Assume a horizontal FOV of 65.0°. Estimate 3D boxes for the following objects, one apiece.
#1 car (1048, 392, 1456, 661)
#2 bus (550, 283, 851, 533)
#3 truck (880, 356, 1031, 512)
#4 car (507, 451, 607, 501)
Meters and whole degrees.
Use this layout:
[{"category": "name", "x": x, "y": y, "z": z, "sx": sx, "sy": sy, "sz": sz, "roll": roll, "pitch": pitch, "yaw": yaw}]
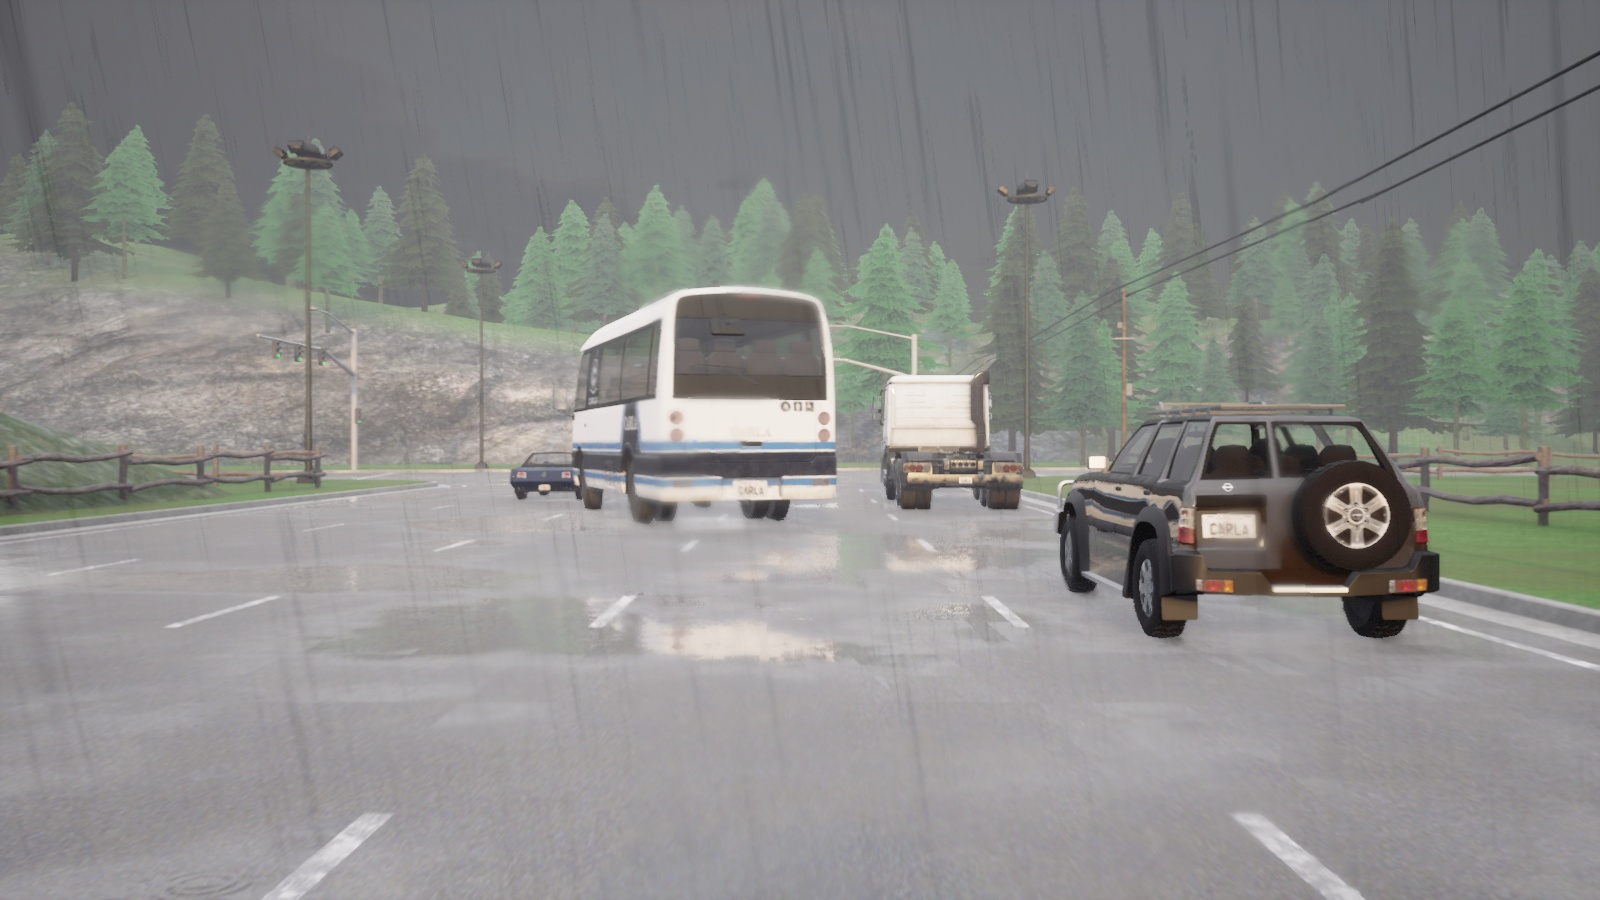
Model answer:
[{"category": "car", "x": 3.578, "y": 0.521, "z": 10.980, "sx": 1.932, "sy": 1.855, "sz": 4.605, "roll": 0, "pitch": 0, "yaw": 0}, {"category": "bus", "x": -2.632, "y": -0.743, "z": 26.820, "sx": 3.944, "sy": 4.253, "sz": 10.273, "roll": 0, "pitch": 0, "yaw": -19}, {"category": "truck", "x": 3.698, "y": -0.364, "z": 31.822, "sx": 2.891, "sy": 3.462, "sz": 7.936, "roll": 0, "pitch": 0, "yaw": 0}, {"category": "car", "x": -6.783, "y": 0.694, "z": 35.487, "sx": 1.895, "sy": 1.301, "sz": 4.718, "roll": 0, "pitch": 0, "yaw": 0}]
